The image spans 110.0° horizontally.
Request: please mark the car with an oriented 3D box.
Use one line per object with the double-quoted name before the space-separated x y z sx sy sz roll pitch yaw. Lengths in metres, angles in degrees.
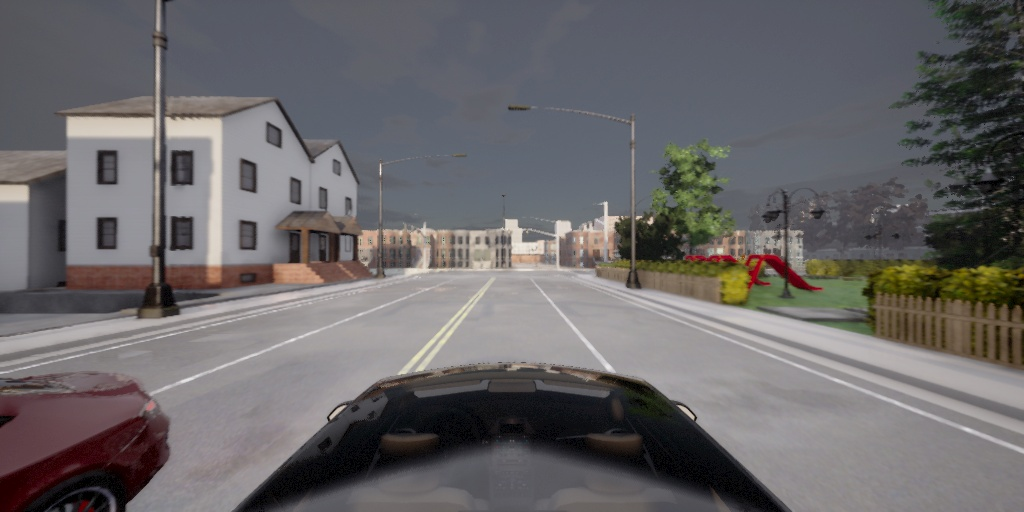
"car" -3.488 1.326 0.801 1.812 1.442 4.674 0 1 0
